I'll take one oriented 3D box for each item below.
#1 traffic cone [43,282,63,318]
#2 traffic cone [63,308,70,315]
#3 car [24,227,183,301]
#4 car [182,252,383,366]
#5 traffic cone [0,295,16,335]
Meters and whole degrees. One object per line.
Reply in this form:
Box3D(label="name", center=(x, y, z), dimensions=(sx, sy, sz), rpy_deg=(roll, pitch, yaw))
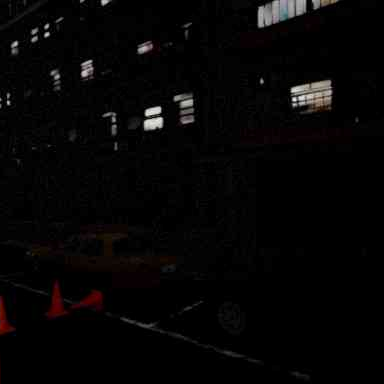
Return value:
Box3D(label="traffic cone", center=(-2.541, 1.985, 6.248), dimensions=(0.340, 0.580, 0.340), rpy_deg=(0, 0, 36))
Box3D(label="traffic cone", center=(-2.031, 2.104, 6.299), dimensions=(0.340, 0.340, 0.580), rpy_deg=(0, 0, 35))
Box3D(label="car", center=(-2.353, 1.567, 8.280), dimensions=(4.829, 1.417, 1.752), rpy_deg=(0, -2, 36))
Box3D(label="car", center=(2.266, 1.580, 4.936), dimensions=(4.507, 1.381, 1.887), rpy_deg=(0, -2, 36))
Box3D(label="traffic cone", center=(-3.127, 1.979, 5.438), dimensions=(0.340, 0.580, 0.340), rpy_deg=(0, 0, 36))
